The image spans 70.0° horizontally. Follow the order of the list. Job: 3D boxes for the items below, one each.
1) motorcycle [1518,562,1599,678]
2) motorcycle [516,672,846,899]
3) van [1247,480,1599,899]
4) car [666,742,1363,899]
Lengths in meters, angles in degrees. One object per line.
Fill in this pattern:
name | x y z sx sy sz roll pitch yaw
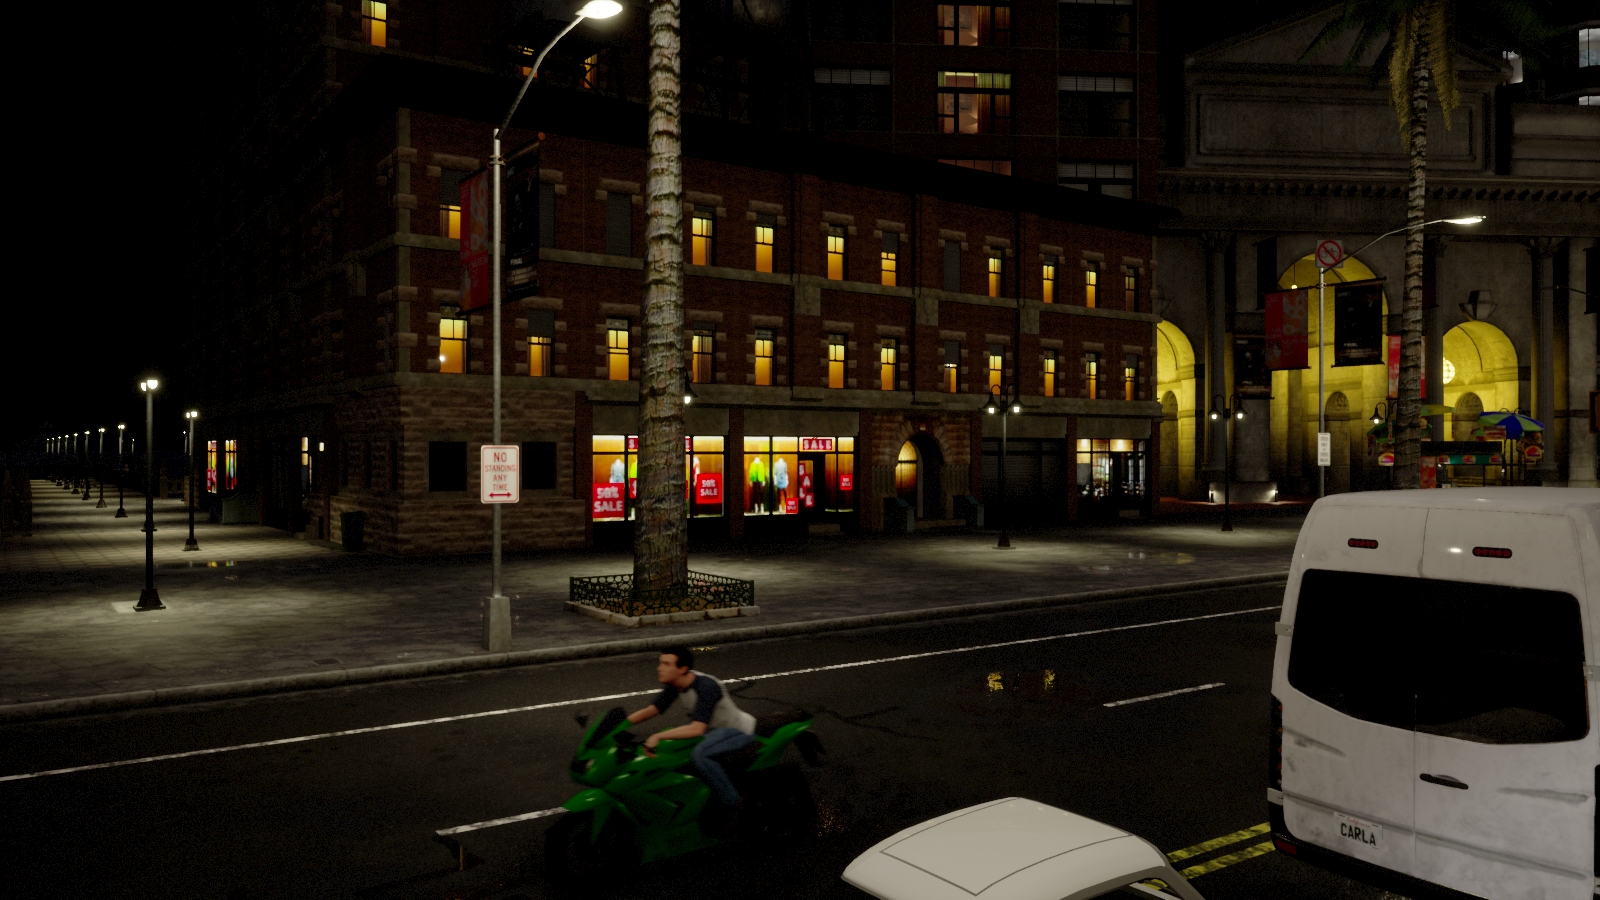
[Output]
motorcycle | 10.531 2.205 15.196 2.209 1.251 0.867 0 0 -35
motorcycle | -0.753 2.213 7.553 2.033 1.145 0.803 0 0 -35
van | 5.722 1.534 7.821 5.915 2.561 1.988 0 0 -35
car | 0.827 2.120 4.347 2.207 1.376 1.481 0 0 -35
